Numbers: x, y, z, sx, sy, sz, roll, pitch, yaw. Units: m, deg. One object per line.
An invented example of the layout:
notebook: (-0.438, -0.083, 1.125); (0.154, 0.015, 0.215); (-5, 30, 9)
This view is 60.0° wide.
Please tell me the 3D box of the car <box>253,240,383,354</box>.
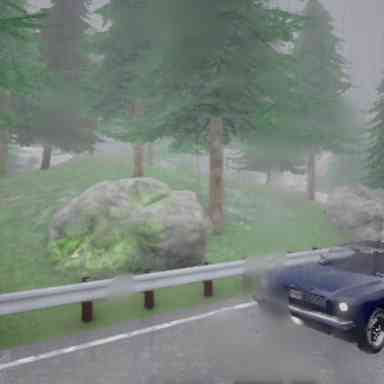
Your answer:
car: (3.406, 1.675, 6.343); (4.718, 1.301, 1.895); (1, 0, -35)
